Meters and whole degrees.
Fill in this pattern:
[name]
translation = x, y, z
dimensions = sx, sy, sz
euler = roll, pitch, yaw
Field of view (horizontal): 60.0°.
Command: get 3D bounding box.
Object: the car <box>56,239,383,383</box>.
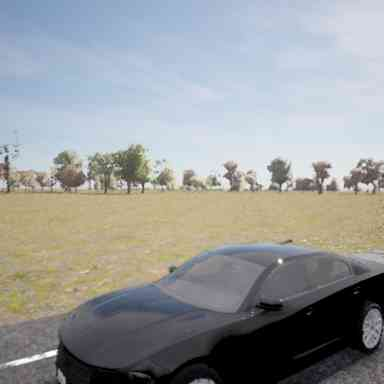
[car]
translation = 0.814, 1.481, 4.573
dimensions = 5.008, 1.535, 1.882
euler = 0, 0, -35
